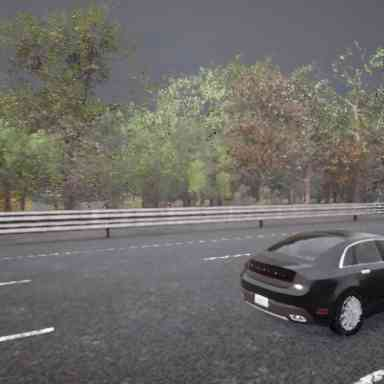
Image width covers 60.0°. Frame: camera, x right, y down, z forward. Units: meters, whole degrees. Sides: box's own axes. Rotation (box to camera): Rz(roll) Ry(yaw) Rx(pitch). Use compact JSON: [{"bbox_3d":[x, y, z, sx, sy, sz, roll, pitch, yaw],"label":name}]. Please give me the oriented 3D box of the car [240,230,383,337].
[{"bbox_3d":[3.208,1.533,6.677,4.892,1.490,1.837,0,0,-31],"label":"car"}]
